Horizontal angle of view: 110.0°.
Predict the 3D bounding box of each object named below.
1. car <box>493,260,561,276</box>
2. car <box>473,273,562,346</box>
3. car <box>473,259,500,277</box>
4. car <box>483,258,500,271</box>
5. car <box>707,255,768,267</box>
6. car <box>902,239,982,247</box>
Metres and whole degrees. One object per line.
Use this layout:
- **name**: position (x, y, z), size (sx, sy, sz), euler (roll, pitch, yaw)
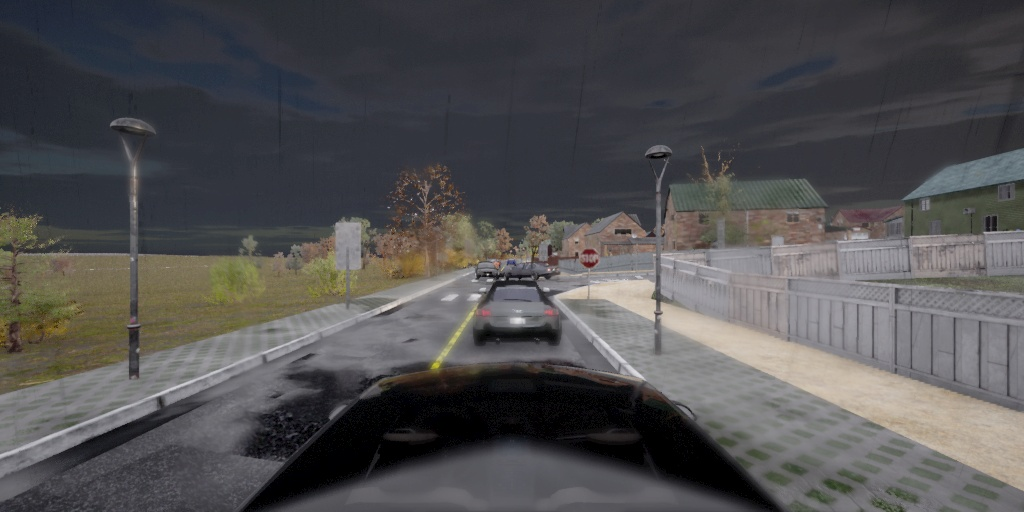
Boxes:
- **car**: position (1.297, 1.198, 28.430), size (5.357, 1.411, 2.033), euler (-4, -3, 43)
- **car**: position (0.091, 1.313, 9.414), size (1.994, 1.385, 4.181), euler (0, 0, -1)
- **car**: position (-2.294, 1.258, 31.336), size (1.837, 1.490, 4.892), euler (0, 0, -8)
- **car**: position (-2.920, 1.121, 51.154), size (2.097, 1.767, 4.553), euler (0, 0, 1)
- **car**: position (14.356, 0.413, 22.826), size (4.181, 1.385, 1.994), euler (-3, 0, 16)
- **car**: position (23.860, -0.209, 20.418), size (4.902, 1.511, 2.128), euler (-3, 0, 14)
